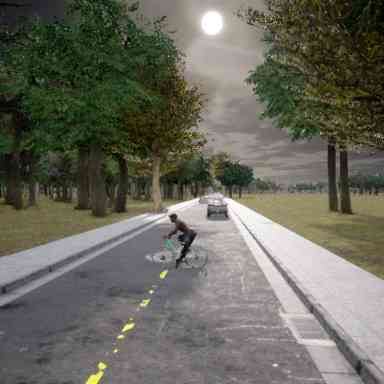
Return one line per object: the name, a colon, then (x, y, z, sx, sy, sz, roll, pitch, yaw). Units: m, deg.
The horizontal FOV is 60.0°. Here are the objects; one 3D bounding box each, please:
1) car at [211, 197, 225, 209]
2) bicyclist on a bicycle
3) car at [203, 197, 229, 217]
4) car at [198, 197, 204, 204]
car: (3.552, 1.531, 45.887, 1.837, 1.490, 4.892, 0, 0, 4)
bicyclist on a bicycle: (-0.367, 1.447, 9.667, 1.656, 1.620, 0.582, -2, 0, 4)
car: (2.432, 1.502, 31.469, 2.128, 1.511, 4.902, 0, 0, 4)
car: (2.326, 1.650, 67.122, 1.895, 1.301, 4.718, 0, 0, 5)
